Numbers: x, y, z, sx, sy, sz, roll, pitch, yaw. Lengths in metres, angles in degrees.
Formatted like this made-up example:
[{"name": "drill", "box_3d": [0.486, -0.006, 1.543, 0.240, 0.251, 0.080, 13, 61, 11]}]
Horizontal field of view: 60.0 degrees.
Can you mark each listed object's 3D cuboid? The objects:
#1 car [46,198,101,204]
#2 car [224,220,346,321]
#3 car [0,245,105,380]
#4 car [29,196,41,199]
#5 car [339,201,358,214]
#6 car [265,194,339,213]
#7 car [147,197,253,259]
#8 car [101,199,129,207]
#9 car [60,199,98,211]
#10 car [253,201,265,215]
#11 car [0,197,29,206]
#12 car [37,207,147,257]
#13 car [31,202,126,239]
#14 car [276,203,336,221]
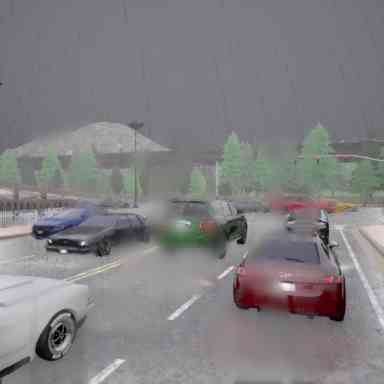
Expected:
[{"name": "car", "box_3d": [-13.507, 1.543, 37.682, 5.357, 1.411, 2.033, 0, 0, 20]}, {"name": "car", "box_3d": [2.271, 1.564, 7.472, 1.994, 1.385, 4.181, 0, 0, 21]}, {"name": "car", "box_3d": [-3.143, 1.601, 3.374, 1.895, 1.301, 4.718, 0, 0, 21]}, {"name": "car", "box_3d": [-22.229, 1.327, 48.244, 5.008, 1.535, 1.882, 2, 1, 20]}, {"name": "car", "box_3d": [14.673, 1.477, 35.049, 5.008, 1.535, 1.882, 0, 0, 20]}, {"name": "car", "box_3d": [9.675, 1.221, 29.401, 5.566, 2.045, 2.150, 0, 0, 20]}, {"name": "car", "box_3d": [0.634, 1.221, 12.996, 2.150, 2.045, 5.566, 0, 0, 21]}, {"name": "car", "box_3d": [-10.416, 1.558, 44.013, 4.181, 1.385, 1.994, 0, 0, 20]}, {"name": "car", "box_3d": [-14.133, 1.555, 41.625, 4.181, 1.385, 1.994, 0, 0, 20]}, {"name": "car", "box_3d": [6.144, 1.564, 34.379, 4.181, 1.385, 1.994, 0, 0, 20]}, {"name": "car", "box_3d": [-25.188, 1.340, 45.588, 4.181, 1.385, 1.994, 3, 1, 20]}, {"name": "car", "box_3d": [-3.199, 1.548, 13.284, 2.033, 1.411, 5.357, 0, 0, 22]}, {"name": "car", "box_3d": [-5.621, 1.477, 16.651, 1.882, 1.535, 5.008, 0, 0, 22]}, {"name": "car", "box_3d": [5.504, 1.492, 15.774, 2.128, 1.511, 4.902, 0, 0, 22]}]
